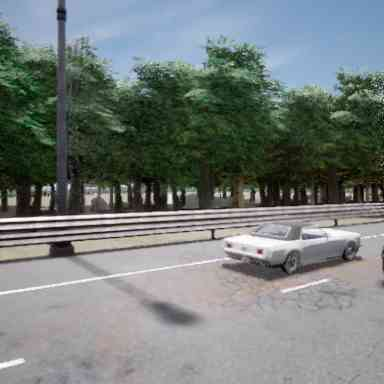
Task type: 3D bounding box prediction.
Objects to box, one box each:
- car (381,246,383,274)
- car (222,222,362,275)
[{"bbox_3d":[6.740,1.495,8.528,4.892,1.490,1.837,0,0,-35],"label":"car"},{"bbox_3d":[3.304,1.588,10.462,4.718,1.301,1.895,0,0,-35],"label":"car"}]
